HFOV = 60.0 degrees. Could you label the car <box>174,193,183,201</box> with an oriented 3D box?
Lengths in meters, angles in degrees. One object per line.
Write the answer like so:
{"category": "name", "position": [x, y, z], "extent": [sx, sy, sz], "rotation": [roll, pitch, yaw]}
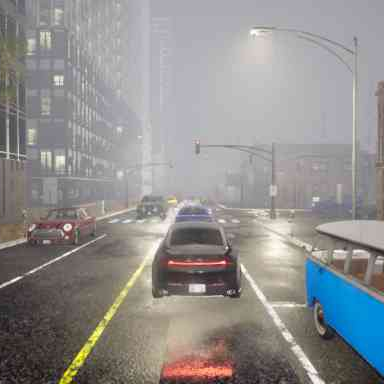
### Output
{"category": "car", "position": [-3.142, 1.477, 61.981], "extent": [2.128, 1.511, 4.902], "rotation": [0, 0, 0]}

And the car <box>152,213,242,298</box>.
{"category": "car", "position": [0.088, 1.502, 8.468], "extent": [1.837, 1.490, 4.892], "rotation": [0, 0, 0]}

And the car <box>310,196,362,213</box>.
{"category": "car", "position": [16.480, 1.411, 38.334], "extent": [5.009, 1.841, 2.192], "rotation": [1, 0, 1]}

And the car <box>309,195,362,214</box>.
{"category": "car", "position": [15.507, 1.349, 35.749], "extent": [5.566, 2.045, 2.150], "rotation": [1, 1, 1]}

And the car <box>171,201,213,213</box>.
{"category": "car", "position": [0.070, 1.472, 17.956], "extent": [1.882, 1.535, 5.008], "rotation": [0, 0, 0]}

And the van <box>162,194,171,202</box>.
{"category": "van", "position": [-5.761, 1.323, 75.584], "extent": [1.690, 1.788, 3.998], "rotation": [-1, 0, 0]}

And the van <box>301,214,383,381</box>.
{"category": "van", "position": [2.669, 1.340, 3.986], "extent": [1.690, 1.788, 3.998], "rotation": [-1, 0, 0]}

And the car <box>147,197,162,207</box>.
{"category": "car", "position": [-5.902, 1.512, 52.838], "extent": [1.752, 1.417, 4.829], "rotation": [-1, 0, 0]}

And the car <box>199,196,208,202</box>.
{"category": "car", "position": [2.590, 1.564, 75.539], "extent": [1.802, 1.307, 4.206], "rotation": [-1, 0, 0]}

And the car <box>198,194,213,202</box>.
{"category": "car", "position": [2.607, 1.425, 58.607], "extent": [1.967, 1.590, 4.097], "rotation": [-1, 0, 0]}

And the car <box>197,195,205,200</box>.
{"category": "car", "position": [2.570, 1.531, 92.471], "extent": [2.008, 1.369, 4.403], "rotation": [-1, 0, 0]}

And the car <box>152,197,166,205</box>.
{"category": "car", "position": [-5.738, 1.551, 58.651], "extent": [1.947, 1.339, 4.313], "rotation": [-1, 0, 0]}

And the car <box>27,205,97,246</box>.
{"category": "car", "position": [-5.722, 1.436, 15.060], "extent": [1.967, 1.590, 4.097], "rotation": [-1, 0, 0]}

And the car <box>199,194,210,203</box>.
{"category": "car", "position": [2.592, 1.298, 69.895], "extent": [2.192, 1.841, 5.009], "rotation": [-1, 0, 0]}

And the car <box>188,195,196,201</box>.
{"category": "car", "position": [-0.094, 1.480, 79.533], "extent": [1.837, 1.490, 4.892], "rotation": [0, 0, 0]}

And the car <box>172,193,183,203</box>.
{"category": "car", "position": [-3.086, 1.208, 73.329], "extent": [2.150, 2.045, 5.566], "rotation": [0, 0, 0]}

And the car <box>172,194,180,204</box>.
{"category": "car", "position": [-3.153, 1.465, 48.677], "extent": [1.882, 1.535, 5.008], "rotation": [0, 0, 0]}

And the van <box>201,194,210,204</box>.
{"category": "van", "position": [2.599, 1.325, 64.251], "extent": [1.690, 1.788, 3.998], "rotation": [-1, 0, 0]}

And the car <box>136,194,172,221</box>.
{"category": "car", "position": [-3.134, 1.213, 27.160], "extent": [2.150, 2.045, 5.566], "rotation": [0, 0, 0]}

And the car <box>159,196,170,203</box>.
{"category": "car", "position": [-5.751, 1.549, 69.940], "extent": [1.947, 1.339, 4.313], "rotation": [-1, 0, 0]}

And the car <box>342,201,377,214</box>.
{"category": "car", "position": [16.381, 1.793, 29.957], "extent": [4.313, 1.339, 1.947], "rotation": [1, 0, 1]}
